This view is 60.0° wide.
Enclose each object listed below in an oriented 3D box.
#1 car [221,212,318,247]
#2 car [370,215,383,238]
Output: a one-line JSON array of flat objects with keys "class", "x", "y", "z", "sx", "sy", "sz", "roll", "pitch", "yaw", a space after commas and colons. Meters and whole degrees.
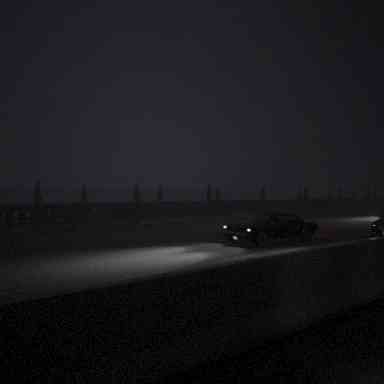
[{"class": "car", "x": 3.606, "y": 1.608, "z": 15.174, "sx": 4.718, "sy": 1.301, "sz": 1.895, "roll": 0, "pitch": 0, "yaw": -36}, {"class": "car", "x": 10.284, "y": 1.503, "z": 15.668, "sx": 4.902, "sy": 1.511, "sz": 2.128, "roll": 0, "pitch": 0, "yaw": -36}]
